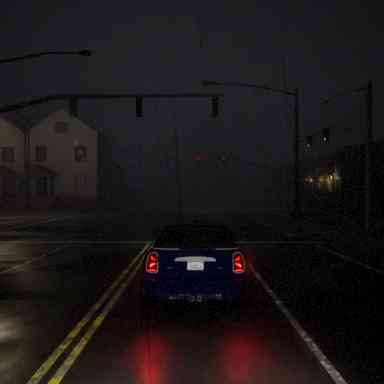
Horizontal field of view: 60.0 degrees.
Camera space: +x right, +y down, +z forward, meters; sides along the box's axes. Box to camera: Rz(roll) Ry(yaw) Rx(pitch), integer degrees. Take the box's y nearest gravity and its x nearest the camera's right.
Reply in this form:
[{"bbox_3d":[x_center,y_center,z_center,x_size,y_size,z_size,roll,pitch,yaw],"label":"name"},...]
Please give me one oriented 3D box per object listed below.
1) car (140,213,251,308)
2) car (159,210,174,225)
[{"bbox_3d":[0.081,1.352,8.112,2.097,1.767,4.553,0,0,0],"label":"car"},{"bbox_3d":[-3.543,3.673,46.730,1.812,1.442,4.674,-1,-13,-1],"label":"car"}]
